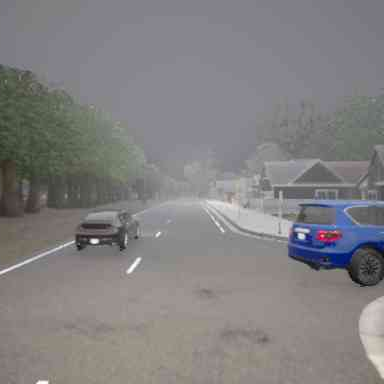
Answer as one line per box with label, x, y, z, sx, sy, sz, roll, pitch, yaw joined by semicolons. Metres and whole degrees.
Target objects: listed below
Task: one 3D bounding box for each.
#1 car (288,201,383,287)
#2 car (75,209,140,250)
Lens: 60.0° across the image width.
car;5.476;1.271;9.315;5.566;2.045;2.150;1;-2;-13
car;-3.406;1.465;14.070;1.837;1.490;4.892;0;0;0
